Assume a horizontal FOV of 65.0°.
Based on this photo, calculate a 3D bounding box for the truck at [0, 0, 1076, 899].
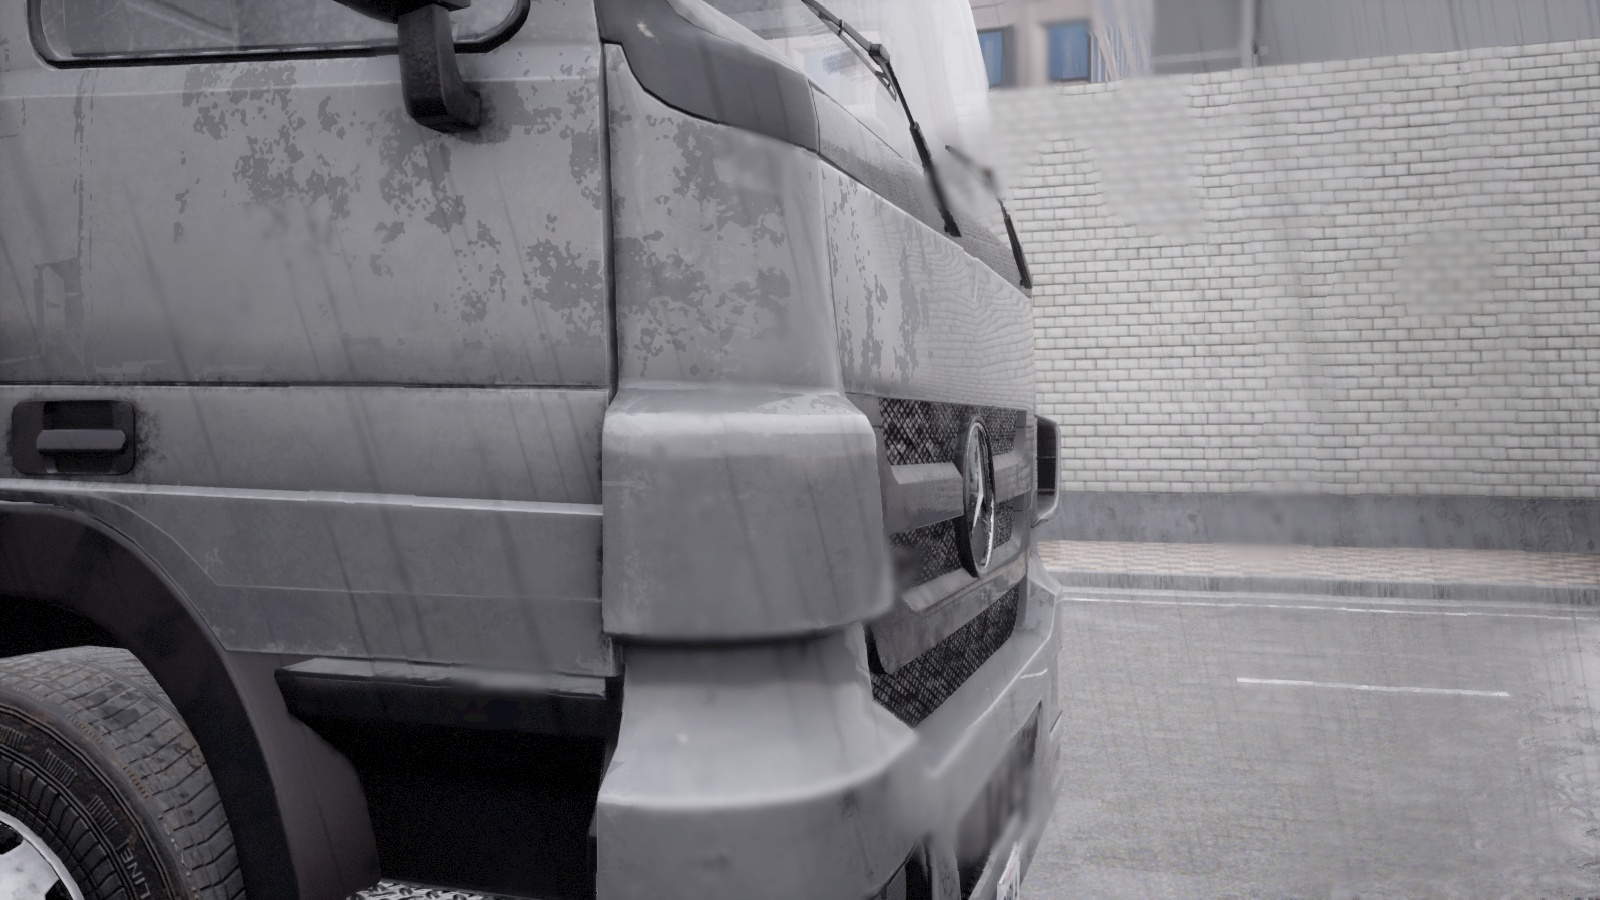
[{"bbox_3d":[-3.267,-0.236,4.278,7.936,3.462,2.891,1,1,19],"label":"truck"}]
